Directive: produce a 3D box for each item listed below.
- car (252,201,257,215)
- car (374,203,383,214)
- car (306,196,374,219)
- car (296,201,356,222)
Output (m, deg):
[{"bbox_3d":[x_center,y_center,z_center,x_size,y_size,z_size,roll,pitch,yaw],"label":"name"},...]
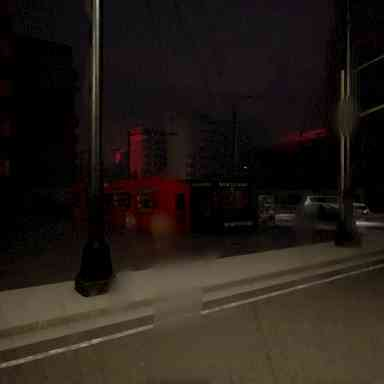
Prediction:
[{"bbox_3d":[5.403,1.685,34.206,1.882,1.535,5.008,0,-1,-36],"label":"car"},{"bbox_3d":[21.484,1.664,35.478,2.033,1.411,5.357,0,-1,-29],"label":"car"},{"bbox_3d":[12.805,1.338,29.956,2.150,2.045,5.566,0,-1,-36],"label":"car"},{"bbox_3d":[10.585,1.667,27.047,1.994,1.385,4.181,0,-1,-36],"label":"car"}]
